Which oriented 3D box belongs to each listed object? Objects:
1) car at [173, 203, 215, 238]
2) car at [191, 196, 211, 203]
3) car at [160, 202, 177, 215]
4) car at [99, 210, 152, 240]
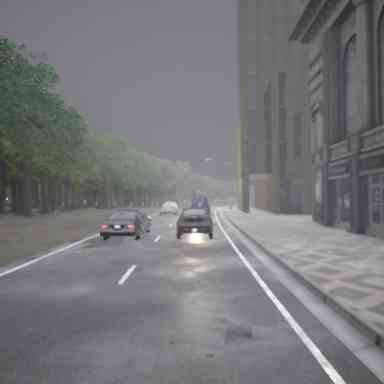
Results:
[{"bbox_3d":[0.176,1.573,18.092,1.837,1.490,4.892,0,0,1],"label":"car"},{"bbox_3d":[1.041,1.515,38.672,2.150,2.045,5.566,0,-1,4],"label":"car"},{"bbox_3d":[-2.495,1.830,37.787,1.812,1.442,4.674,0,-1,3],"label":"car"},{"bbox_3d":[-3.323,1.632,17.516,2.033,1.411,5.357,0,0,1],"label":"car"}]
